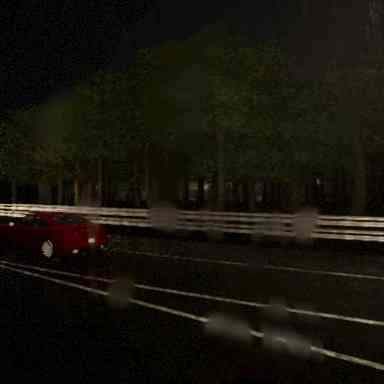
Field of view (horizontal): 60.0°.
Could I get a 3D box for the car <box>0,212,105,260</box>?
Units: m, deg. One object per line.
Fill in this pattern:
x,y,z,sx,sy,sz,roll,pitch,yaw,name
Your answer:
-5.506,1.492,12.536,5.008,1.535,1.882,0,0,31,car
